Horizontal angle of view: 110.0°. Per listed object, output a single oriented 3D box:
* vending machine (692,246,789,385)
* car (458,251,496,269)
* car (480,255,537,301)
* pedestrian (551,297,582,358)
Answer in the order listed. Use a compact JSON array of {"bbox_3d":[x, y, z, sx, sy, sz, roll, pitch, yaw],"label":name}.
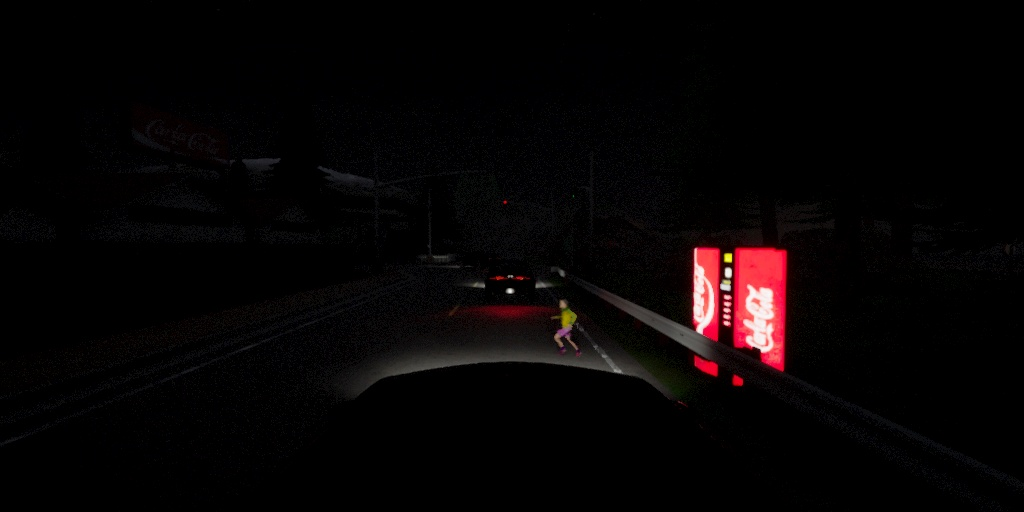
[{"bbox_3d":[3.474,0.830,5.605,1.100,2.100,0.880,0,0,0],"label":"vending machine"},{"bbox_3d":[-2.788,0.300,30.122,1.837,1.490,4.892,1,1,-37],"label":"car"},{"bbox_3d":[-0.058,0.870,14.607,1.837,1.490,4.892,0,2,0],"label":"car"},{"bbox_3d":[1.014,1.281,6.496,0.500,1.100,0.500,0,2,0],"label":"pedestrian"}]
